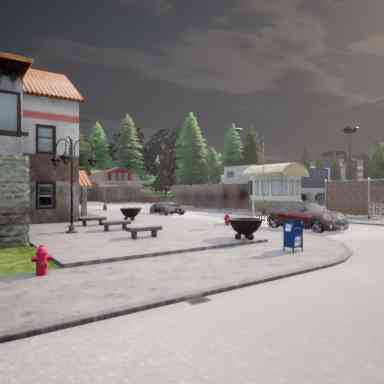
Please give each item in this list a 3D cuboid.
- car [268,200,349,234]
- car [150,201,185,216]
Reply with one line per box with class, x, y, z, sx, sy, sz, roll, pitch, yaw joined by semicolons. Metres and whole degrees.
car;6.696;1.352;19.518;2.097;1.767;4.553;0;0;-36
car;-2.431;1.564;32.326;1.994;1.385;4.181;0;0;-35
